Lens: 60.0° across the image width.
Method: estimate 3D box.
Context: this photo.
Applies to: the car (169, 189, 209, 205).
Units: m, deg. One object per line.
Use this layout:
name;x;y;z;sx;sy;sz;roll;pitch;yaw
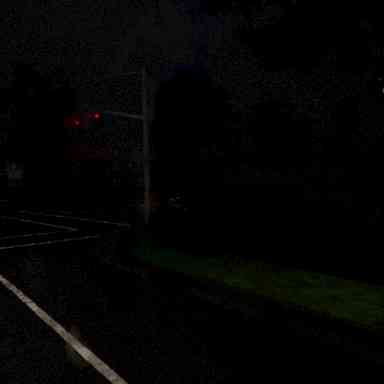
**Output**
car;-0.144;0.449;33.812;4.674;1.442;1.812;-3;2;-42
